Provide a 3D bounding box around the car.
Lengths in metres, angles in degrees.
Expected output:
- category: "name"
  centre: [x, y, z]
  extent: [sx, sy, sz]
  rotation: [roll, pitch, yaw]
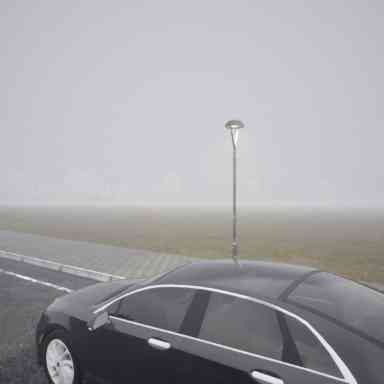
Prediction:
- category: "car"
  centre: [0.263, 1.506, 3.522]
  extent: [4.892, 1.490, 1.837]
  rotation: [0, 0, 36]
